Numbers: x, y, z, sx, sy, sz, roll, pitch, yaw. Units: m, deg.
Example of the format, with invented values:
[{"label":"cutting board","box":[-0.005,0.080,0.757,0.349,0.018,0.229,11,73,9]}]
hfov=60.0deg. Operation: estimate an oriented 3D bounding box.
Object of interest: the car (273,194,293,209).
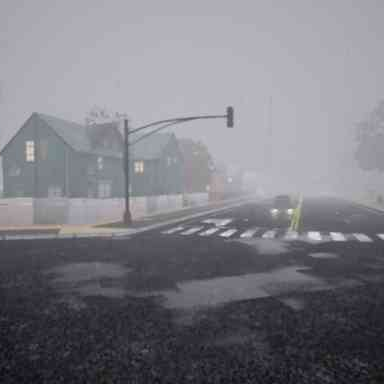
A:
[{"label":"car","box":[9.973,0.984,36.469,1.882,1.535,5.008,0,1,19]}]
